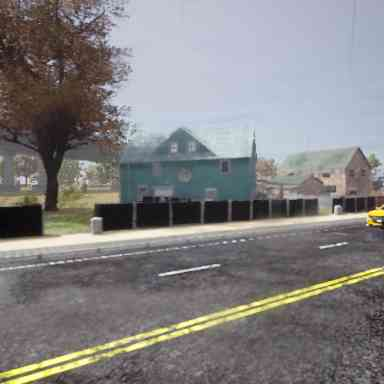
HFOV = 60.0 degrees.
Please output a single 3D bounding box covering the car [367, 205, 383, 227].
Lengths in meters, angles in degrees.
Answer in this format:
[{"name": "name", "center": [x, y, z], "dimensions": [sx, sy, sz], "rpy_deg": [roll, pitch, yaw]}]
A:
[{"name": "car", "center": [12.975, 1.395, 20.927], "dimensions": [5.008, 1.535, 1.882], "rpy_deg": [0, 0, -35]}]
